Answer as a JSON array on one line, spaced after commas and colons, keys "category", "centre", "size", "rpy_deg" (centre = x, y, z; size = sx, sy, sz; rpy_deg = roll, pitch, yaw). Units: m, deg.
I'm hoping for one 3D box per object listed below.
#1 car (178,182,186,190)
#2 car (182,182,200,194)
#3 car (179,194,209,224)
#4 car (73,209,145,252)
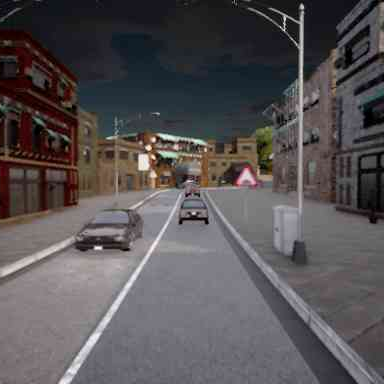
[{"category": "car", "centre": [-0.703, -1.032, 56.803], "size": [1.994, 1.385, 4.181], "rpy_deg": [1, 2, 27]}, {"category": "car", "centre": [0.123, -0.143, 42.549], "size": [1.895, 1.301, 4.718], "rpy_deg": [0, 4, 1]}, {"category": "car", "centre": [0.099, 1.133, 21.331], "size": [2.033, 1.411, 5.357], "rpy_deg": [0, 3, 0]}, {"category": "car", "centre": [-3.099, 1.408, 13.651], "size": [2.033, 1.411, 5.357], "rpy_deg": [0, 1, 0]}]
